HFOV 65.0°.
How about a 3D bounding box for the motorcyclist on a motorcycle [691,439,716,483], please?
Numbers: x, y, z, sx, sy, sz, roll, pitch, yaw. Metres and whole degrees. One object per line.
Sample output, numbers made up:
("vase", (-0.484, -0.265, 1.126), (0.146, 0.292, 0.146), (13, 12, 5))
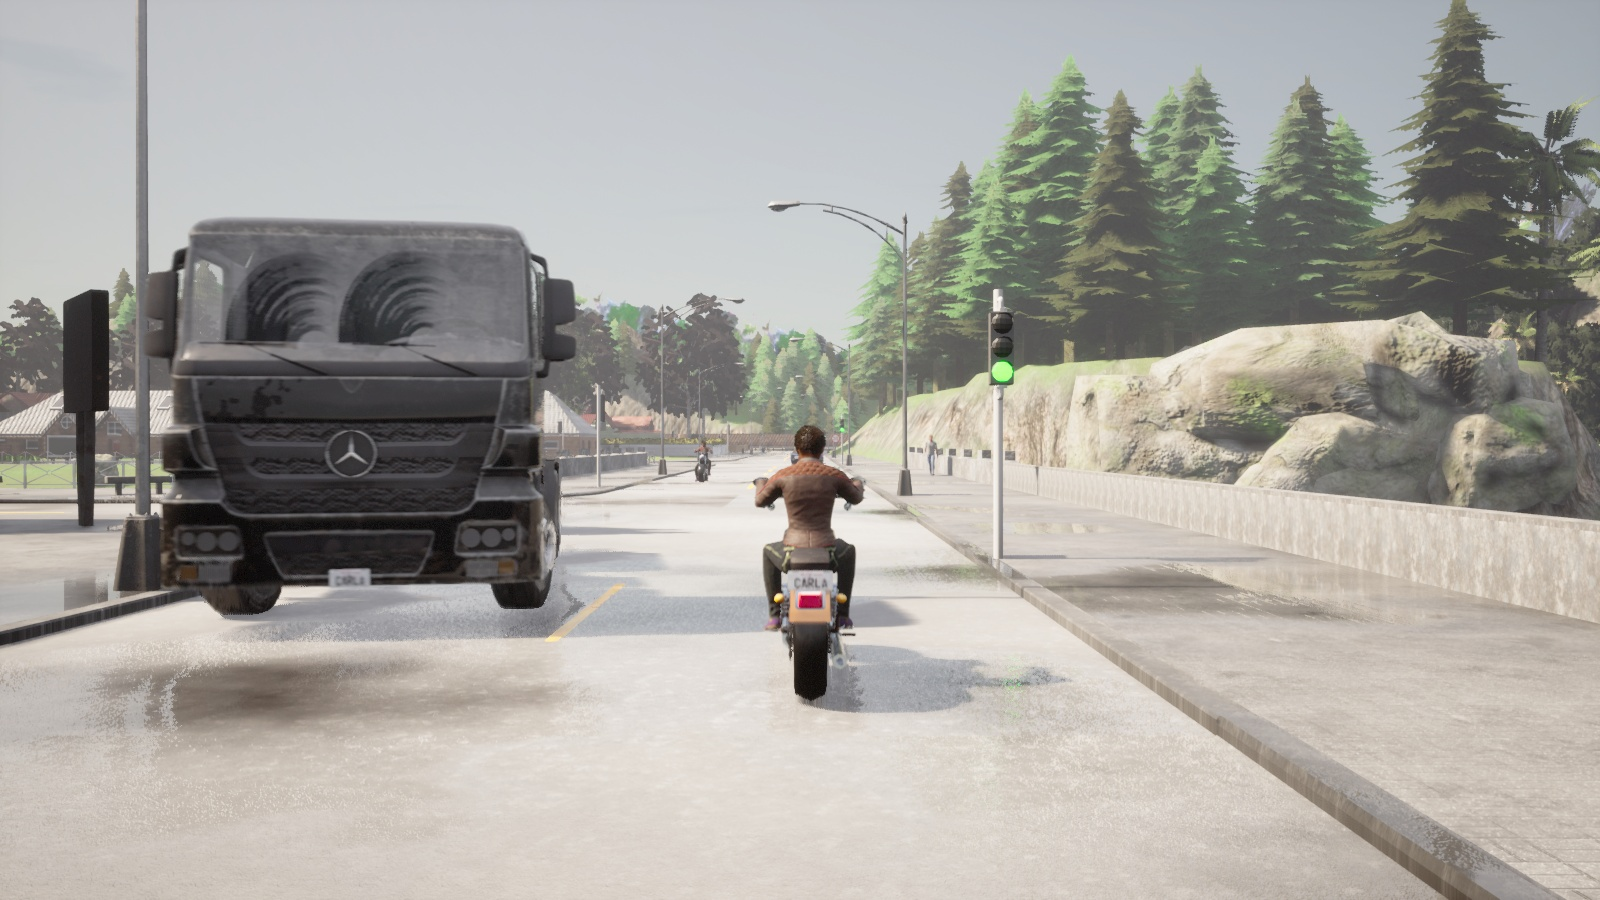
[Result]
("motorcyclist on a motorcycle", (-3.716, 0.421, 48.349), (0.766, 1.649, 2.350), (0, 0, 0))

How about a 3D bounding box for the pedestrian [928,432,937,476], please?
("pedestrian", (5.520, 0.165, 52.450), (0.354, 1.836, 0.706), (0, 0, 5))

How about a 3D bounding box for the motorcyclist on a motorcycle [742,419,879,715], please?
("motorcyclist on a motorcycle", (0.063, 0.651, 8.179), (0.766, 1.649, 2.350), (0, 0, 0))

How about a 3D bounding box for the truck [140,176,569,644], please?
("truck", (-4.050, -0.310, 13.419), (2.891, 3.462, 7.936), (0, 0, -9))
